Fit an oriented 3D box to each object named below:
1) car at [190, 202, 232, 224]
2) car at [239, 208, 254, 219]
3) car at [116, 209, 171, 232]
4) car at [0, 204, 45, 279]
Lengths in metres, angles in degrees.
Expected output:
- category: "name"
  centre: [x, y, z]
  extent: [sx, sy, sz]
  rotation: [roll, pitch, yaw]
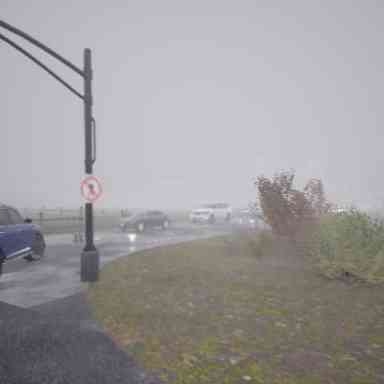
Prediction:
- category: "car"
  centre: [2.002, 2.026, 33.349]
  extent: [2.150, 2.045, 5.566]
  rotation: [-2, -2, 35]
- category: "car"
  centre: [7.600, 2.530, 41.626]
  extent: [1.812, 1.442, 4.674]
  rotation: [-2, -2, 34]
- category: "car"
  centre: [-3.529, 2.112, 25.143]
  extent: [1.837, 1.490, 4.892]
  rotation: [-2, -2, 34]
- category: "car"
  centre: [-6.267, 1.386, 9.872]
  extent: [2.150, 2.045, 5.566]
  rotation: [-2, -1, -8]
